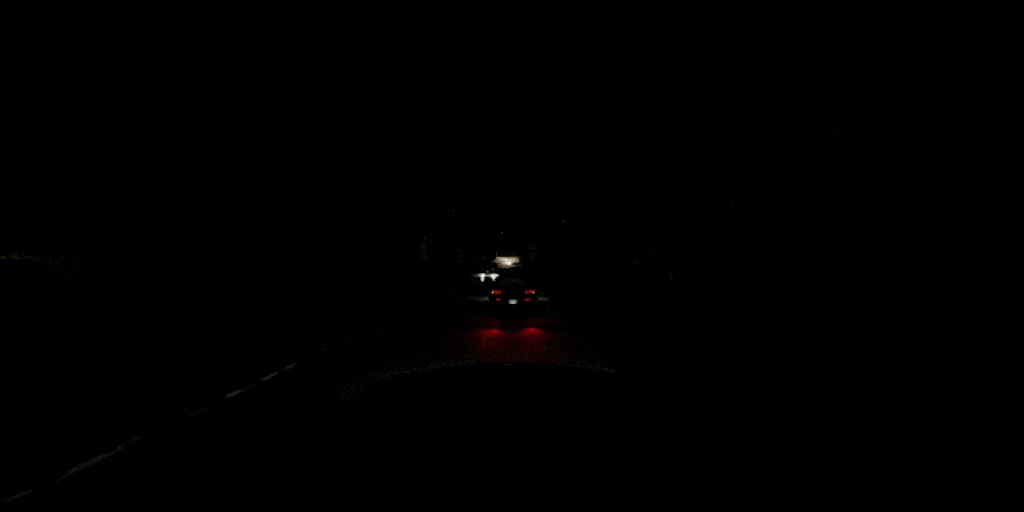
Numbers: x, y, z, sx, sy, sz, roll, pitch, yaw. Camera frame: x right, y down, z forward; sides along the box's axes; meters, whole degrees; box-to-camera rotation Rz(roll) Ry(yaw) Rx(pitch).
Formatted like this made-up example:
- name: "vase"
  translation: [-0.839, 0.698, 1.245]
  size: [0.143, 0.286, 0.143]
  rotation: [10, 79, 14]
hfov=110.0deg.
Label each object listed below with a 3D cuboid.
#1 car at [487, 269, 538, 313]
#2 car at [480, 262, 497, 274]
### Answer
- name: "car"
  translation: [0.052, 1.429, 14.735]
  size: [1.812, 1.442, 4.674]
  rotation: [0, 0, 0]
- name: "car"
  translation: [-2.775, 1.415, 43.916]
  size: [2.033, 1.411, 5.357]
  rotation: [0, 1, 1]
